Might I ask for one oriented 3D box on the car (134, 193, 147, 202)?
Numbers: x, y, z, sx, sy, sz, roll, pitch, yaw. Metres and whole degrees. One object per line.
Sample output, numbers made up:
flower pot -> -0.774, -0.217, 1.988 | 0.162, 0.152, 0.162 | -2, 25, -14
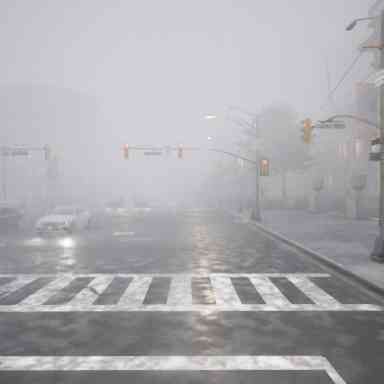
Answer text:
car -> -12.251, 1.225, 78.282 | 2.150, 2.045, 5.566 | 0, 0, -18

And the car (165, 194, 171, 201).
car -> -7.713, 1.595, 85.813 | 1.895, 1.301, 4.718 | 0, 0, -25

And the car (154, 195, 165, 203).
car -> -7.205, 1.477, 67.038 | 1.882, 1.535, 5.008 | 0, 0, 0

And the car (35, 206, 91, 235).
car -> -7.117, 1.525, 18.942 | 1.812, 1.442, 4.674 | 0, 0, 0

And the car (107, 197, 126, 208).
car -> -10.676, 1.477, 47.524 | 1.882, 1.535, 5.008 | 0, 0, 0

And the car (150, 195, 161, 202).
car -> -8.711, 1.478, 78.630 | 1.882, 1.535, 5.008 | 0, 0, -14

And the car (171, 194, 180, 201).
car -> -5.062, 1.355, 88.302 | 2.097, 1.767, 4.553 | 0, 0, -29

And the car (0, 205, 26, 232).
car -> -10.627, 1.503, 17.568 | 1.837, 1.490, 4.892 | 0, 0, 0

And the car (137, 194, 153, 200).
car -> -13.276, 1.427, 94.429 | 1.882, 1.535, 5.008 | 0, 0, -43

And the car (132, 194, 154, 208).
car -> -7.179, 1.478, 48.991 | 1.882, 1.535, 5.008 | 0, 0, 0
